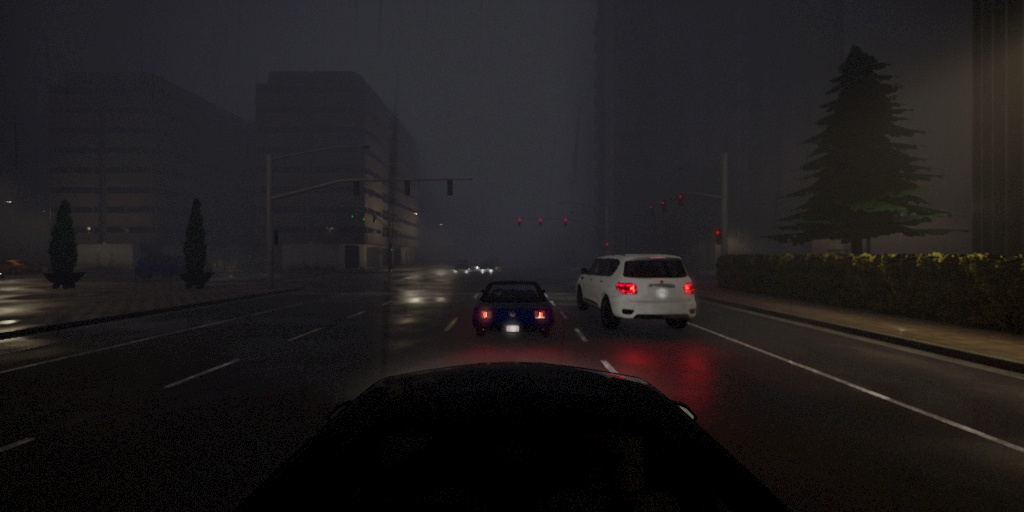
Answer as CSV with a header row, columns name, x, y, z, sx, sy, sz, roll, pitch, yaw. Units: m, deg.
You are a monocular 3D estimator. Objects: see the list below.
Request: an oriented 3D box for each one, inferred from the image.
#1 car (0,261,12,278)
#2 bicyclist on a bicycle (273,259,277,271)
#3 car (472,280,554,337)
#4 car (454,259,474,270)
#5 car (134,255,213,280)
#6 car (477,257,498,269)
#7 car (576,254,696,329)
name,x,y,z,sx,sy,sz,roll,pitch,yaw
car,-42.686,1.280,27.571,5.357,1.411,2.033,0,0,1
bicyclist on a bicycle,-28.706,1.024,42.933,0.582,1.620,1.656,0,0,0
car,0.042,1.345,10.274,1.895,1.301,4.718,0,0,0
car,-7.168,1.194,52.245,1.882,1.535,5.008,0,0,0
car,-29.136,0.952,30.953,5.566,2.045,2.150,0,0,0
car,-3.665,1.279,54.022,1.994,1.385,4.181,0,0,0
car,3.572,0.965,11.403,2.150,2.045,5.566,0,0,-2
